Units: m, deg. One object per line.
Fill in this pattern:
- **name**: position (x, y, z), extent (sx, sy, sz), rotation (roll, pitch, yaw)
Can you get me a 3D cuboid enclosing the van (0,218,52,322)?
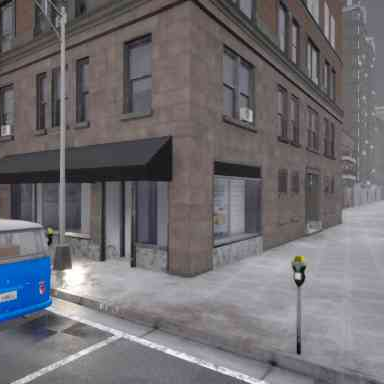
- **van**: position (-4.288, 1.340, 6.080), extent (3.998, 1.788, 1.690), rotation (0, 0, 35)
